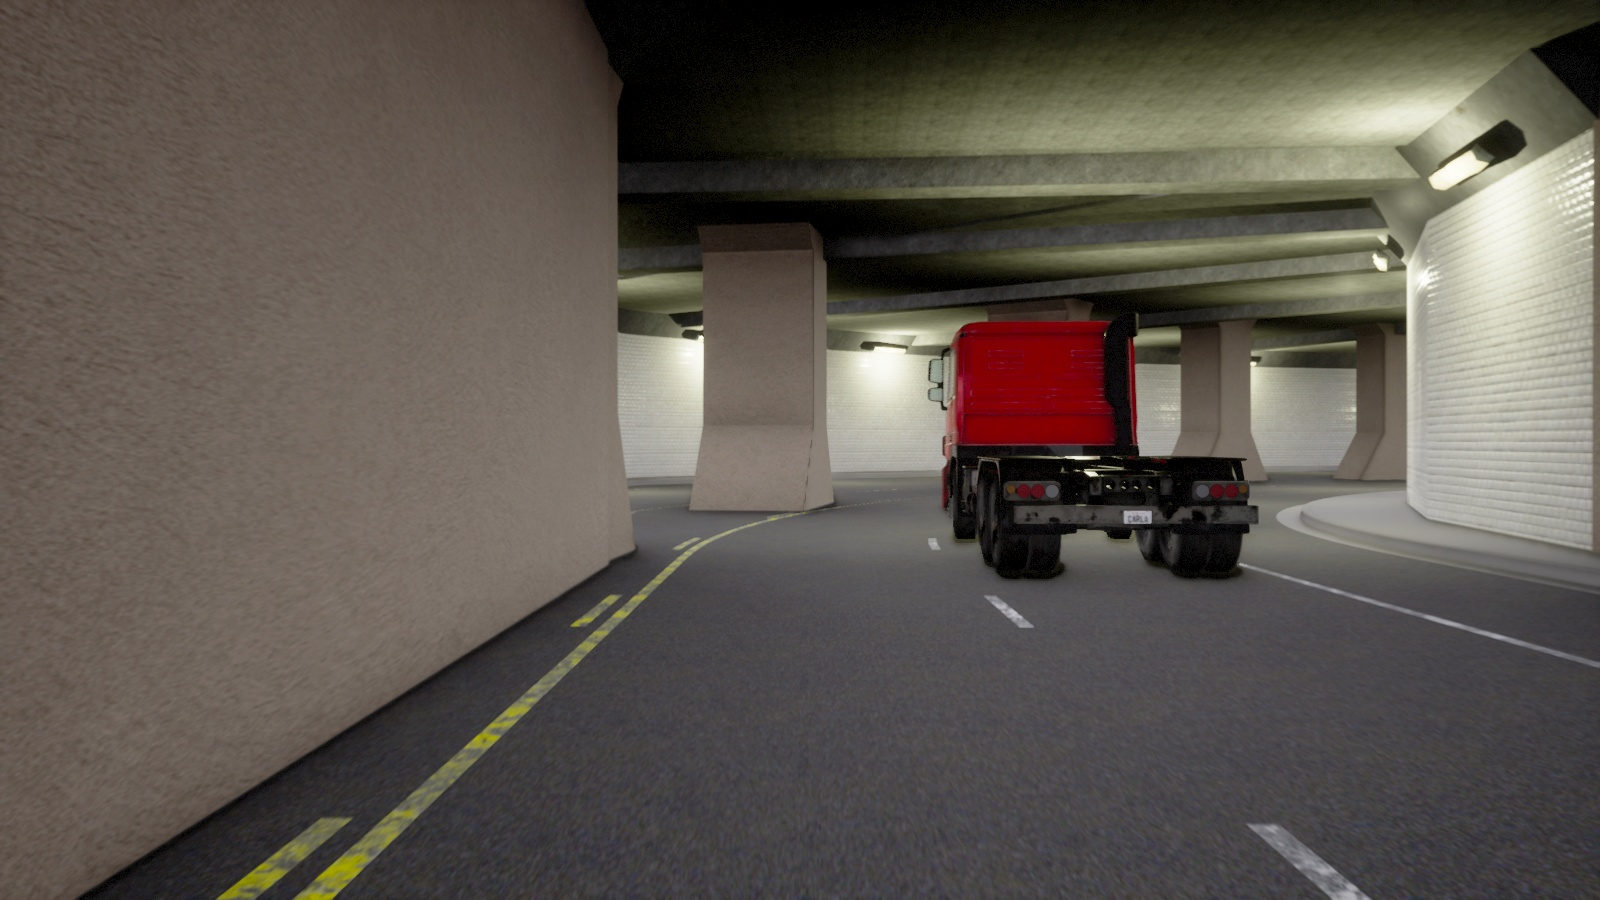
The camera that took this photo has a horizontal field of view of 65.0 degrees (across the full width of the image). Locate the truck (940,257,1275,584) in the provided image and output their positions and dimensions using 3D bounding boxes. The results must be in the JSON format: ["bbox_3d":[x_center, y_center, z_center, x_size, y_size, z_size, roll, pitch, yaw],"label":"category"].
[{"bbox_3d":[3.705,-0.330,17.300,2.891,3.462,7.936,0,0,2],"label":"truck"}]
